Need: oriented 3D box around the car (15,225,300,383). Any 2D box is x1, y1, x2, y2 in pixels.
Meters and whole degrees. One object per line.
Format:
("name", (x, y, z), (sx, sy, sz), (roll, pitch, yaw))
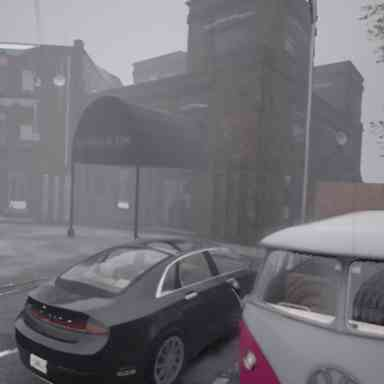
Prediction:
("car", (-0.181, 1.491, 5.392), (2.231, 1.521, 4.892), (1, 0, 35))
